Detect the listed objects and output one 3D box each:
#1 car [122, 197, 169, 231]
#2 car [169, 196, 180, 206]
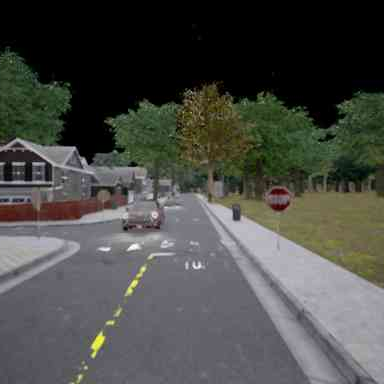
[{"bbox_3d":[-2.782,1.247,19.829,2.097,1.767,4.553,-2,0,0],"label":"car"},{"bbox_3d":[-2.774,1.283,47.475,1.895,1.301,4.718,0,0,0],"label":"car"}]
